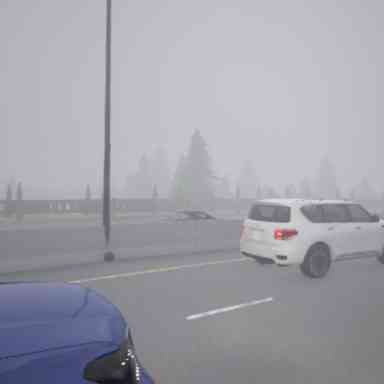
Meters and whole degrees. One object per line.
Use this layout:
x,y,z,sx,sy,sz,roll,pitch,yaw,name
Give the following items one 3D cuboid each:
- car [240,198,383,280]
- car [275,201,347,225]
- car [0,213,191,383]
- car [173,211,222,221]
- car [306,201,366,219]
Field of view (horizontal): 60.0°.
4.060,1.216,10.148,5.566,2.045,2.150,0,0,-29,car
8.682,1.487,24.236,5.008,1.535,1.882,0,0,-23,car
-2.906,1.209,1.595,5.566,2.045,2.150,0,0,-36,car
-0.462,1.574,15.831,4.718,1.301,1.895,0,0,-30,car
12.818,1.538,29.612,4.892,1.490,1.837,0,0,-19,car
